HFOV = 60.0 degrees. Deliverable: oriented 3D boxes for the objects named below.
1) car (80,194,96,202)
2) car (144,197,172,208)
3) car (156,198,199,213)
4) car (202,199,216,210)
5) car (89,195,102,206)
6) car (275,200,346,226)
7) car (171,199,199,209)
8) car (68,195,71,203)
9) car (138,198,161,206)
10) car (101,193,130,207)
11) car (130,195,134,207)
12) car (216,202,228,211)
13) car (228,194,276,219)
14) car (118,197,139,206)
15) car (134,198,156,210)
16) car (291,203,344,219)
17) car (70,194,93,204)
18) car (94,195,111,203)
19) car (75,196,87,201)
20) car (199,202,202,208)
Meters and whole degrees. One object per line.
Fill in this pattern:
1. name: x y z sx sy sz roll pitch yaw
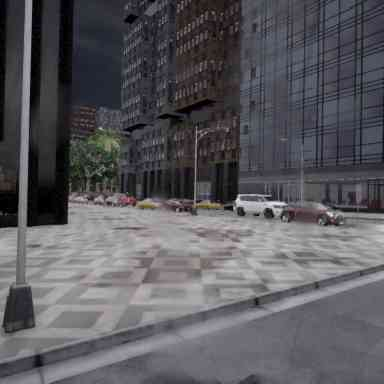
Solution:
1. car: -26.551 1.485 84.818 2.192 1.841 5.009 2 -1 -36
2. car: -5.223 1.590 50.243 2.128 1.511 4.902 2 -1 -35
3. car: -1.622 1.482 35.207 1.887 1.381 4.507 2 -1 -36
4. car: 2.032 1.690 44.759 1.752 1.417 4.829 2 -1 -36
5. car: -14.375 1.530 53.074 1.802 1.307 4.206 2 -1 -36
6. car: 7.926 1.368 21.834 1.967 1.590 4.097 2 -1 -37
7. car: -1.057 1.719 49.086 2.008 1.369 4.403 2 -1 -36
8. car: -23.935 1.387 66.477 1.967 1.590 4.097 2 -1 -36
9. car: -7.432 1.722 58.019 2.008 1.369 4.403 2 -1 -36
10. car: -11.184 1.387 48.609 1.967 1.590 4.097 2 -1 -36
11. car: -10.778 1.231 52.805 2.150 2.045 5.566 2 -1 -35
12. car: 5.317 1.727 40.153 1.947 1.339 4.313 2 -1 -36
13. car: 6.086 1.224 29.012 2.150 2.045 5.566 2 -1 -35
14. car: -11.301 1.625 58.687 1.812 1.442 4.674 2 -1 -36
15. car: -4.711 1.466 39.535 1.752 1.417 4.829 2 -1 -36
16. car: 11.692 1.721 31.222 1.947 1.339 4.313 2 -1 -36
17. car: -20.650 1.473 61.870 1.752 1.417 4.829 2 -1 -36
18. car: -20.354 1.514 75.487 2.097 1.767 4.553 2 -1 -36
19. car: -29.842 1.695 89.420 1.752 1.417 4.829 2 -1 -36
20. car: -1.448 1.501 39.564 2.128 1.511 4.902 2 -1 -35
